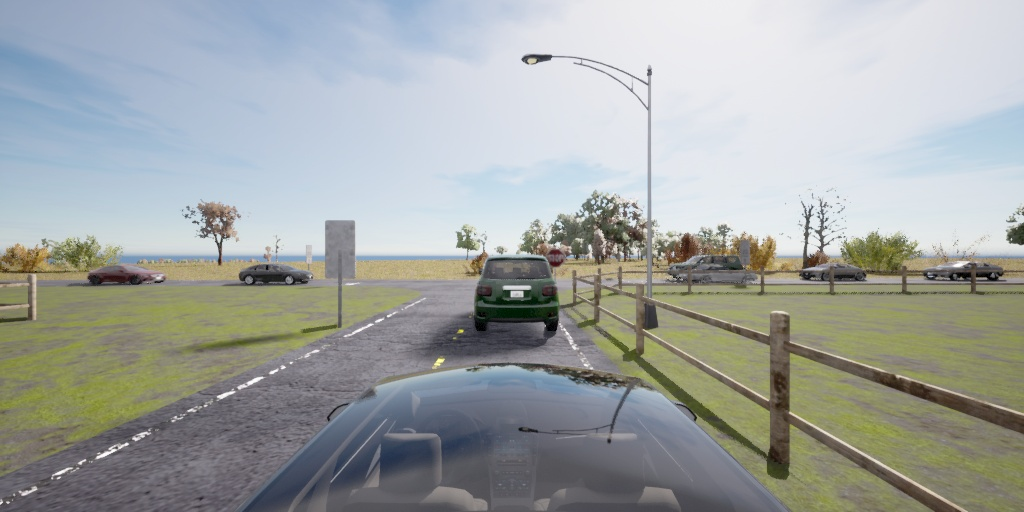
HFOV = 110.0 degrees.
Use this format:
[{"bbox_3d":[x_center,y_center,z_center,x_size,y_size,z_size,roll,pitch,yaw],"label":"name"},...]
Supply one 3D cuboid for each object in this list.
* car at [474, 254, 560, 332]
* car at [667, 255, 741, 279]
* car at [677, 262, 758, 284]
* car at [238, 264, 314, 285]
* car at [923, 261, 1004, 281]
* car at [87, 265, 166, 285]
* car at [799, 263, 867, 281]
[{"bbox_3d":[0.122,0.972,10.968,2.150,2.045,5.566,0,0,0],"label":"car"},{"bbox_3d":[15.436,0.929,28.672,5.566,2.045,2.150,0,0,0],"label":"car"},{"bbox_3d":[14.799,1.311,25.725,4.718,1.301,1.895,0,0,1],"label":"car"},{"bbox_3d":[-17.053,1.298,26.046,4.892,1.490,1.837,0,0,1],"label":"car"},{"bbox_3d":[35.686,1.165,28.450,4.902,1.511,2.128,0,0,1],"label":"car"},{"bbox_3d":[-28.093,1.350,26.171,4.674,1.442,1.812,0,0,1],"label":"car"},{"bbox_3d":[25.477,1.250,28.569,4.181,1.385,1.994,0,0,0],"label":"car"}]
